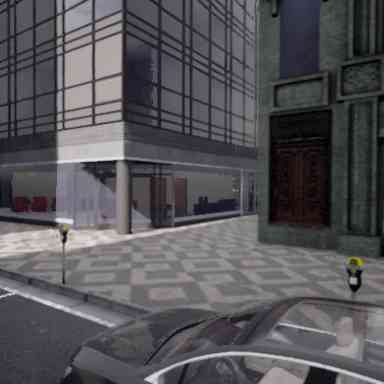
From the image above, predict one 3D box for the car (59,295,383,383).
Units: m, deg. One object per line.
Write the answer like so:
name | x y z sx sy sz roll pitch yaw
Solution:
car | 0.828 1.512 2.379 4.403 1.369 2.008 1 1 35
